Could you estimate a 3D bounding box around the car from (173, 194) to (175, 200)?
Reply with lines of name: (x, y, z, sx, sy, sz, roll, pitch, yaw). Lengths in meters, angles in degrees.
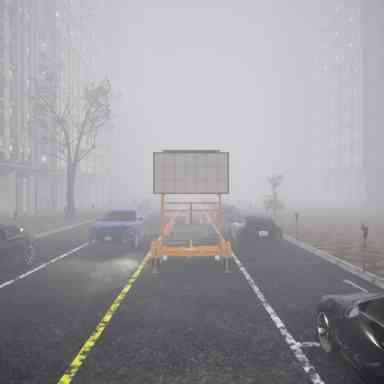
car: (-5.901, 1.544, 82.054, 1.802, 1.307, 4.206, -1, 0, 0)

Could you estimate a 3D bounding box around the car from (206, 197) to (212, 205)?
car: (2.604, 1.516, 31.480, 1.752, 1.417, 4.829, -1, 0, 0)

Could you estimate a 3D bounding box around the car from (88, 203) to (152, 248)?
car: (-3.138, 1.474, 14.931, 1.882, 1.535, 5.008, 0, 0, 0)

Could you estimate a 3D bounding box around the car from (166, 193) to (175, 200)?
car: (-5.932, 1.268, 93.336, 2.192, 1.841, 5.009, -1, 0, 0)

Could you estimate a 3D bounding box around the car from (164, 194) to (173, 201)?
car: (-5.887, 1.492, 76.243, 1.752, 1.417, 4.829, -1, 0, 0)

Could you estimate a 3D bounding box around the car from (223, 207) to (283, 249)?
car: (2.647, 1.563, 14.382, 1.947, 1.339, 4.313, -1, 0, 0)

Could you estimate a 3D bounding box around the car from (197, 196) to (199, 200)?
car: (2.493, 1.517, 76.452, 2.008, 1.369, 4.403, -1, 0, 0)

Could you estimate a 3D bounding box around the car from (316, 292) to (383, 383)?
car: (2.675, 1.565, 3.096, 1.947, 1.339, 4.313, -1, 0, 0)

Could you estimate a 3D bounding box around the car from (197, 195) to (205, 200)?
car: (2.452, 1.503, 93.380, 2.008, 1.369, 4.403, -1, 0, 0)

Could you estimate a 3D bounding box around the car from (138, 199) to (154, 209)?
car: (-5.804, 1.537, 42.564, 2.008, 1.369, 4.403, -1, 0, 0)

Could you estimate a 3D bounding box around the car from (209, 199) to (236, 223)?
car: (2.618, 1.538, 25.667, 1.887, 1.381, 4.507, -1, 0, 0)

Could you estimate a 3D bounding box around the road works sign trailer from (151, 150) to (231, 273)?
road works sign trailer: (-0.025, 0.462, 10.639, 2.380, 3.560, 2.880, 0, 0, 0)

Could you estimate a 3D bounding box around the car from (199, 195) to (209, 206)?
car: (2.549, 1.526, 53.881, 1.887, 1.381, 4.507, -1, 0, 0)

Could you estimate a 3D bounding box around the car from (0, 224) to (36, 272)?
car: (-5.721, 1.564, 8.716, 1.947, 1.339, 4.313, -1, 0, 0)
